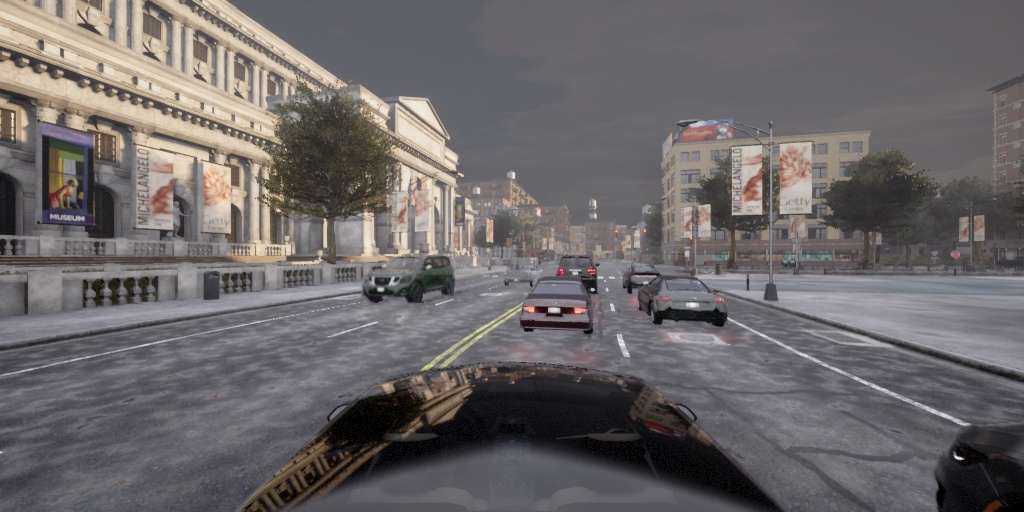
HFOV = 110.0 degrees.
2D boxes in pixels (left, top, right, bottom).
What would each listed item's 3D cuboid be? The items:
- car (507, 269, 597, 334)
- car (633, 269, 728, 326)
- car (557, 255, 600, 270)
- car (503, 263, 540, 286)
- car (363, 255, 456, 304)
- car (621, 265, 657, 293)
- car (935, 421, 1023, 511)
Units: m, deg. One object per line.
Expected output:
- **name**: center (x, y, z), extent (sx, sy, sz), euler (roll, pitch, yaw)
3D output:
- **car**: center (1.473, 1.297, 10.734), extent (2.033, 1.411, 5.357), euler (0, 0, 11)
- **car**: center (5.365, 1.314, 11.788), extent (1.994, 1.385, 4.181), euler (0, 0, 12)
- **car**: center (3.821, 0.971, 20.710), extent (2.150, 2.045, 5.566), euler (0, 0, 14)
- **car**: center (0.795, 1.151, 23.559), extent (1.895, 1.301, 4.718), euler (0, 0, 14)
- **car**: center (-4.499, 0.973, 16.760), extent (2.150, 2.045, 5.566), euler (0, 0, 14)
- **car**: center (7.383, 1.241, 20.462), extent (2.128, 1.511, 4.902), euler (0, 0, 13)
- **car**: center (3.726, 1.255, 0.256), extent (1.837, 1.490, 4.892), euler (0, 0, -2)
